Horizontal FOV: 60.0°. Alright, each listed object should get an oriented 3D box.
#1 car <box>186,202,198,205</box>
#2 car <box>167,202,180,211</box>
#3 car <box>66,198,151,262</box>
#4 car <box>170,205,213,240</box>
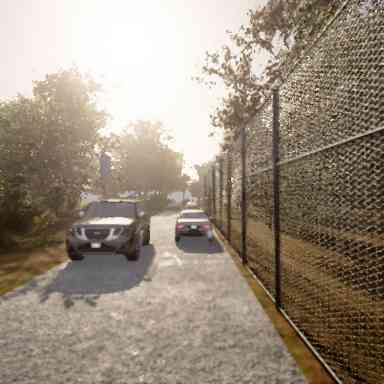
[{"bbox_3d":[-0.012,1.914,38.915,1.812,1.442,4.674,0,-1,0],"label":"car"},{"bbox_3d":[-2.874,2.328,53.438,1.895,1.301,4.718,0,-1,1],"label":"car"},{"bbox_3d":[-2.866,1.263,12.698,2.150,2.045,5.566,0,0,0],"label":"car"},{"bbox_3d":[0.075,1.627,17.280,2.033,1.411,5.357,0,-1,0],"label":"car"}]
